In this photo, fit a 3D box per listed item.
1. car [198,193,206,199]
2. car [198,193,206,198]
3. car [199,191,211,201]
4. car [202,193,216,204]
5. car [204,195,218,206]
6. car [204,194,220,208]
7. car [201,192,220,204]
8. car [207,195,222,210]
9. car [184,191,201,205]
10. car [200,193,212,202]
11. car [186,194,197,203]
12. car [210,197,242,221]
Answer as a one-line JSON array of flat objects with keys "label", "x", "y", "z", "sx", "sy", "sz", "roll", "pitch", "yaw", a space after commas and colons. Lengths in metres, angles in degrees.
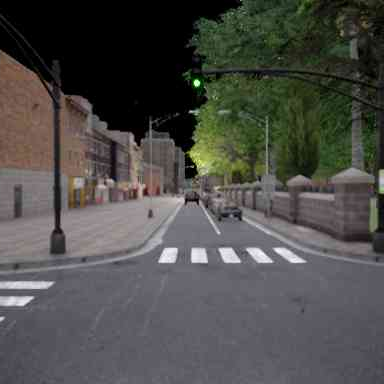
[{"label": "car", "x": 2.578, "y": 1.025, "z": 84.262, "sx": 1.947, "sy": 1.339, "sz": 4.313, "roll": -1, "pitch": 0, "yaw": 0}, {"label": "car", "x": 2.574, "y": 0.997, "z": 89.712, "sx": 2.008, "sy": 1.369, "sz": 4.403, "roll": -1, "pitch": 0, "yaw": 0}, {"label": "car", "x": 2.581, "y": 0.829, "z": 67.910, "sx": 2.192, "sy": 1.841, "sz": 5.009, "roll": -1, "pitch": 0, "yaw": 0}, {"label": "car", "x": 2.594, "y": 1.032, "z": 51.560, "sx": 1.967, "sy": 1.590, "sz": 4.097, "roll": -1, "pitch": 0, "yaw": 0}, {"label": "car", "x": 2.599, "y": 1.147, "z": 46.280, "sx": 1.752, "sy": 1.417, "sz": 4.829, "roll": -1, "pitch": 0, "yaw": 0}, {"label": "car", "x": 2.605, "y": 1.241, "z": 35.210, "sx": 2.008, "sy": 1.369, "sz": 4.403, "roll": -1, "pitch": 0, "yaw": 0}, {"label": "car", "x": 2.597, "y": 0.971, "z": 40.658, "sx": 2.192, "sy": 1.841, "sz": 5.009, "roll": -1, "pitch": 0, "yaw": 0}, {"label": "car", "x": 2.608, "y": 1.253, "z": 29.929, "sx": 1.752, "sy": 1.417, "sz": 4.829, "roll": -1, "pitch": 0, "yaw": 0}, {"label": "car", "x": -0.026, "y": 0.830, "z": 48.894, "sx": 2.150, "sy": 2.045, "sz": 5.566, "roll": 0, "pitch": 0, "yaw": 0}, {"label": "car", "x": 2.587, "y": 0.978, "z": 62.460, "sx": 1.967, "sy": 1.590, "sz": 4.097, "roll": -1, "pitch": 0, "yaw": 0}, {"label": "car", "x": -0.031, "y": 1.059, "z": 59.287, "sx": 1.837, "sy": 1.490, "sz": 4.892, "roll": 0, "pitch": 0, "yaw": 0}, {"label": "car", "x": 2.612, "y": 1.321, "z": 24.310, "sx": 2.008, "sy": 1.369, "sz": 4.403, "roll": -1, "pitch": 0, "yaw": 0}]
